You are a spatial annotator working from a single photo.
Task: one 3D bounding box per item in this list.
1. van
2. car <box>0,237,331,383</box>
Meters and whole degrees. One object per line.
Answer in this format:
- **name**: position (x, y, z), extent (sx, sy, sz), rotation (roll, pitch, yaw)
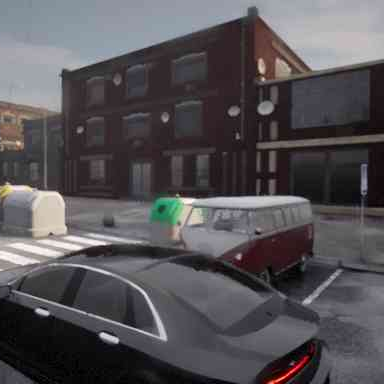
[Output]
- **van**: position (1.395, 1.091, 7.779), extent (1.878, 1.987, 4.442), rotation (2, 2, 35)
- **car**: position (-0.963, 1.408, 4.029), extent (4.892, 1.490, 1.837), rotation (2, 2, 35)
